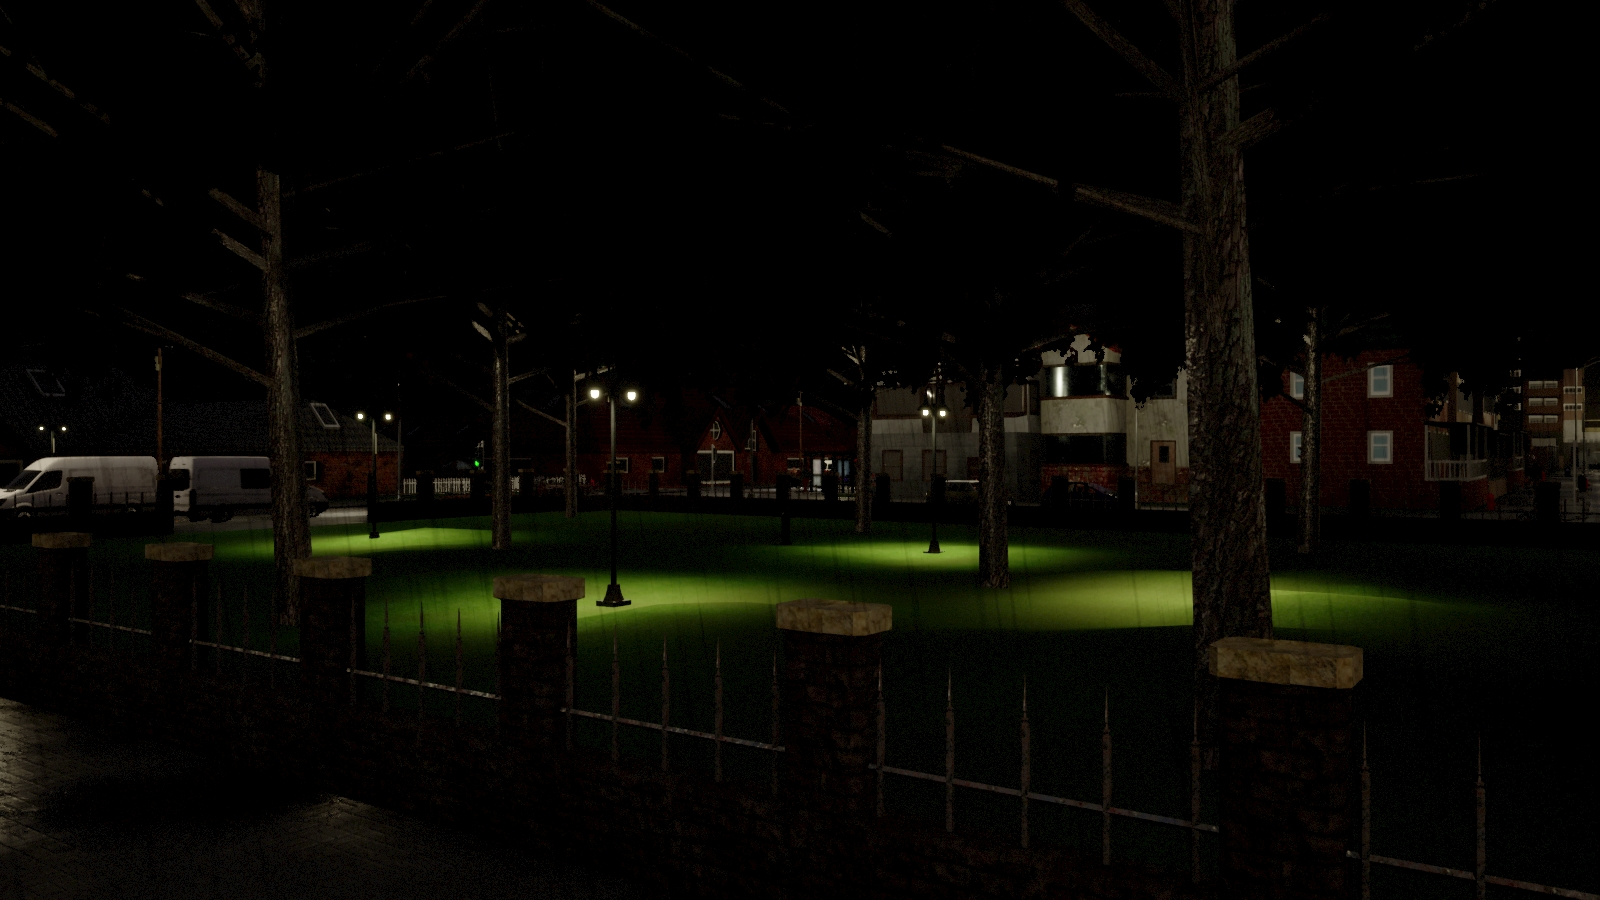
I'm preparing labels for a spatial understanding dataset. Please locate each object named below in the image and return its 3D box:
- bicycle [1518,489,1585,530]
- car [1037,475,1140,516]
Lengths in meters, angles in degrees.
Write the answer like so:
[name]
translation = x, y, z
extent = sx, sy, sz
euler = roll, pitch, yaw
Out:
[bicycle]
translation = 24.668, 1.940, 37.512
extent = 1.835, 1.271, 0.329
euler = 0, 0, 35
[car]
translation = 11.752, 1.818, 46.570
extent = 3.633, 1.501, 1.845
euler = 0, 0, 35
